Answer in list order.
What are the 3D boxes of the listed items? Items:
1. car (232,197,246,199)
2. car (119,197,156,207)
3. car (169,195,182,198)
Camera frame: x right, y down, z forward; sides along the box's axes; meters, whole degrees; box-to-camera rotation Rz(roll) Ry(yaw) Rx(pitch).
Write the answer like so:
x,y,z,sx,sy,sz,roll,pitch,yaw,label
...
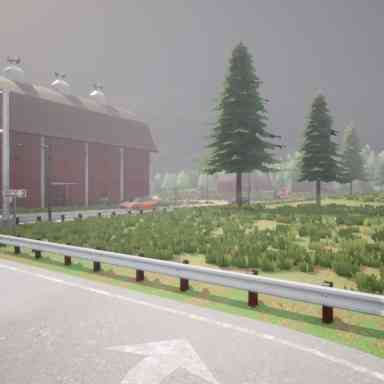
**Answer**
x,y,z,sx,sy,sz,roll,pitch,yaw,label
7.710,1.535,55.602,1.837,1.490,4.892,0,0,37,car
-6.015,1.378,37.216,2.097,1.767,4.553,0,0,37,car
-4.305,1.532,85.492,1.816,1.474,4.193,0,0,36,car
